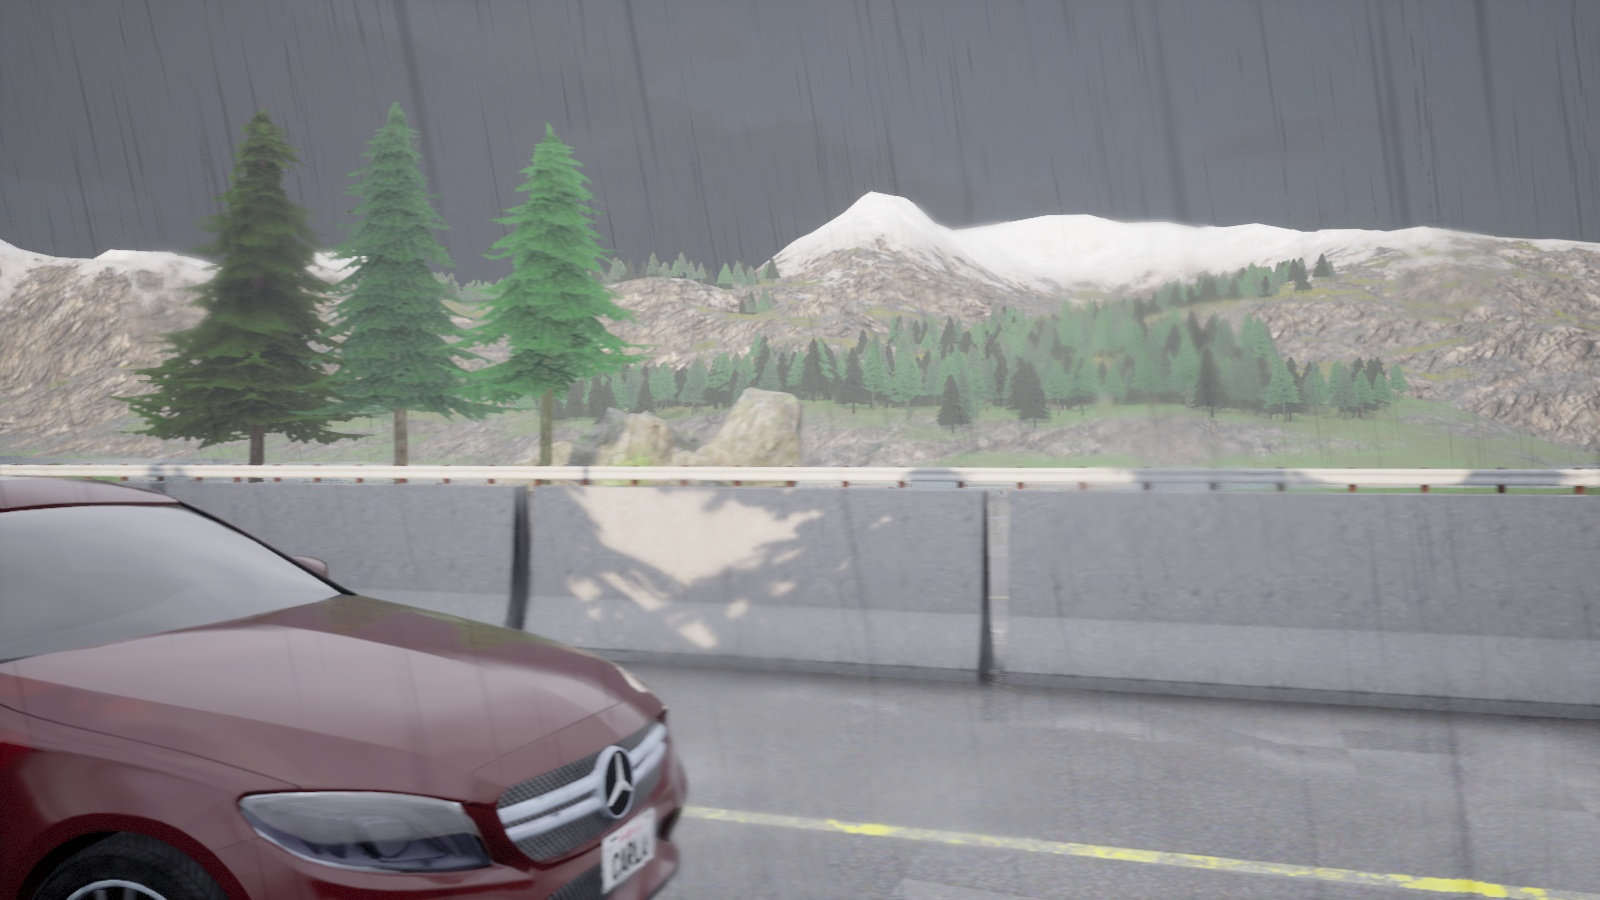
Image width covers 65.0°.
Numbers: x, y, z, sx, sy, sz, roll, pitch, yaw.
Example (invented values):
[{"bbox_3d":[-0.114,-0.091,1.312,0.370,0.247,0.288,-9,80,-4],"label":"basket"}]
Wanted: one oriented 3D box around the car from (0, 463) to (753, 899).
[{"bbox_3d":[-2.661,0.792,4.089,4.674,1.442,1.812,0,1,19],"label":"car"}]
